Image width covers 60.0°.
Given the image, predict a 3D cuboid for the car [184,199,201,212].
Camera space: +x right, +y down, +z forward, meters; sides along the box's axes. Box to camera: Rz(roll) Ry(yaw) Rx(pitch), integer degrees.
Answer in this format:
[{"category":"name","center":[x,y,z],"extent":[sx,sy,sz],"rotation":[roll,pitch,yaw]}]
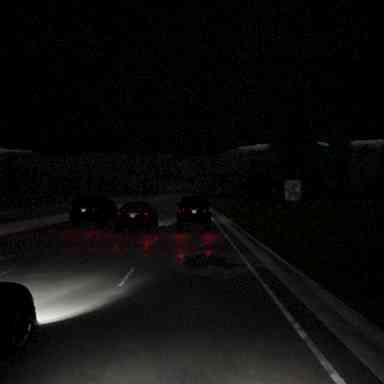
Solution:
[{"category":"car","center":[0.079,1.645,40.592],"extent":[1.994,1.385,4.181],"rotation":[0,0,-1]}]

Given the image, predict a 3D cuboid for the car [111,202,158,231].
[{"category":"car","center":[-3.376,1.394,21.036],"extent":[2.097,1.767,4.553],"rotation":[0,0,0]}]

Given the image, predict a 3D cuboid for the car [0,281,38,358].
[{"category":"car","center":[-3.378,1.571,3.468],"extent":[1.994,1.385,4.181],"rotation":[0,0,0]}]

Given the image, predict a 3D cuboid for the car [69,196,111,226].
[{"category":"car","center":[-6.874,1.268,23.739],"extent":[2.150,2.045,5.566],"rotation":[0,0,0]}]

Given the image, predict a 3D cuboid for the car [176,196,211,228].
[{"category":"car","center":[0.125,1.267,22.457],"extent":[2.150,2.045,5.566],"rotation":[0,0,0]}]
